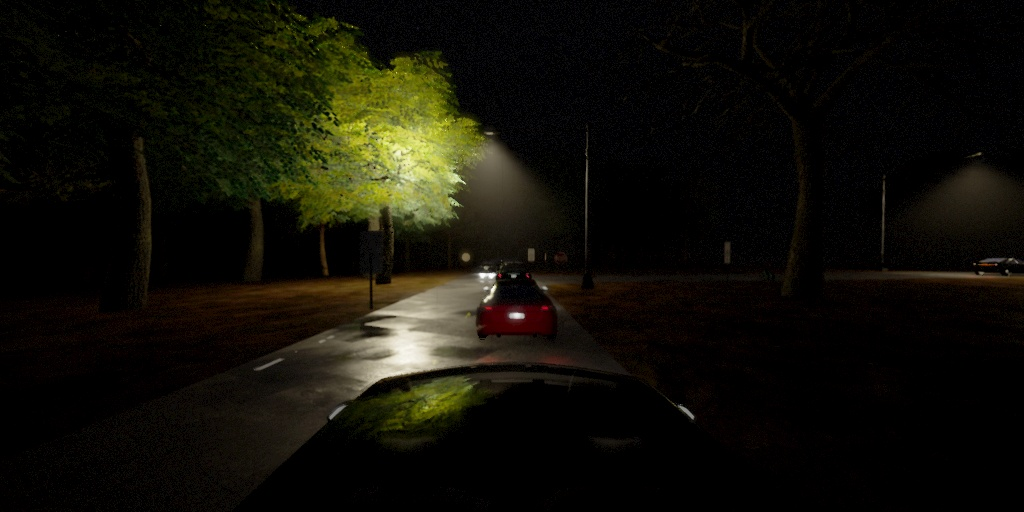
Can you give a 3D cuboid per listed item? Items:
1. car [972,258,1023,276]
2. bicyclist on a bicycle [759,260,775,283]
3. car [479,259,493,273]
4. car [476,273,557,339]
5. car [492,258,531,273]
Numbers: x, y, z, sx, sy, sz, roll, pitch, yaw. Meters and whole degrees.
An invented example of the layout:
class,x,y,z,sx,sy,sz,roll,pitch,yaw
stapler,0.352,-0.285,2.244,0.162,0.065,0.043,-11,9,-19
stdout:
class,x,y,z,sx,sy,sz,roll,pitch,yaw
car,42.487,0.941,30.831,4.902,1.511,2.128,0,1,-7
bicyclist on a bicycle,18.565,1.114,26.100,0.582,1.620,1.656,-1,-1,0
car,-3.053,1.301,45.376,2.128,1.511,4.902,1,0,0
car,0.105,1.341,10.181,1.994,1.385,4.181,0,0,0
car,0.105,1.155,22.255,2.097,1.767,4.553,0,0,0
